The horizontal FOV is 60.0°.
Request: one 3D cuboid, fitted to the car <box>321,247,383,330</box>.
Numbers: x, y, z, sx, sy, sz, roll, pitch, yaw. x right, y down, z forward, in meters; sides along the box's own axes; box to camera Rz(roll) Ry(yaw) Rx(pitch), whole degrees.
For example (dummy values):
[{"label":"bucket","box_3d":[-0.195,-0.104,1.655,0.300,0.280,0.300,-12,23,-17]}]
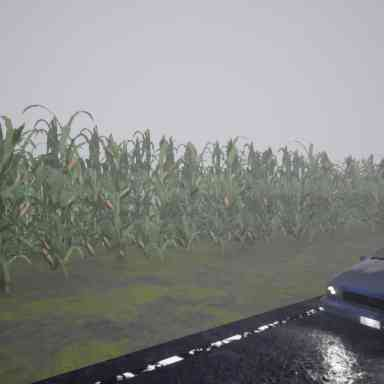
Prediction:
[{"label":"car","box_3d":[4.813,1.546,6.482,5.357,1.411,2.033,0,0,-35]}]
